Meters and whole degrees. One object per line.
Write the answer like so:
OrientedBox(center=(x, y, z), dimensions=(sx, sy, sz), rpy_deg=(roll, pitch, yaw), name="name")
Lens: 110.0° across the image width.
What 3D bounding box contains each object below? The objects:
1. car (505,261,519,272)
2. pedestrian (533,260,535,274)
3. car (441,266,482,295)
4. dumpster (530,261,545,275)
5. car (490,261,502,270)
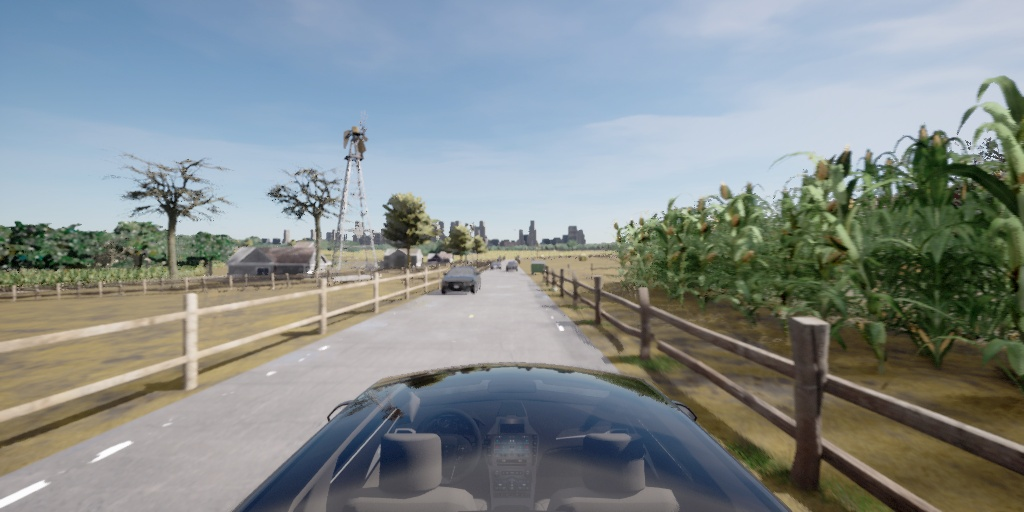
OrientedBox(center=(0.024, 1.647, 56.240), dimensions=(2.128, 1.511, 4.902), rpy_deg=(0, -1, 1), name="car")
OrientedBox(center=(2.822, 1.315, 45.602), dimensions=(0.375, 1.860, 0.375), rpy_deg=(-1, 1, -15), name="pedestrian")
OrientedBox(center=(-2.850, 1.328, 20.916), dimensions=(1.882, 1.535, 5.008), rpy_deg=(0, 0, 0), name="car")
OrientedBox(center=(3.122, 1.447, 44.128), dimensions=(1.020, 1.700, 1.940), rpy_deg=(0, 0, 0), name="dumpster")
OrientedBox(center=(-2.787, 1.701, 62.425), dimensions=(2.128, 1.511, 4.902), rpy_deg=(0, 0, 1), name="car")
